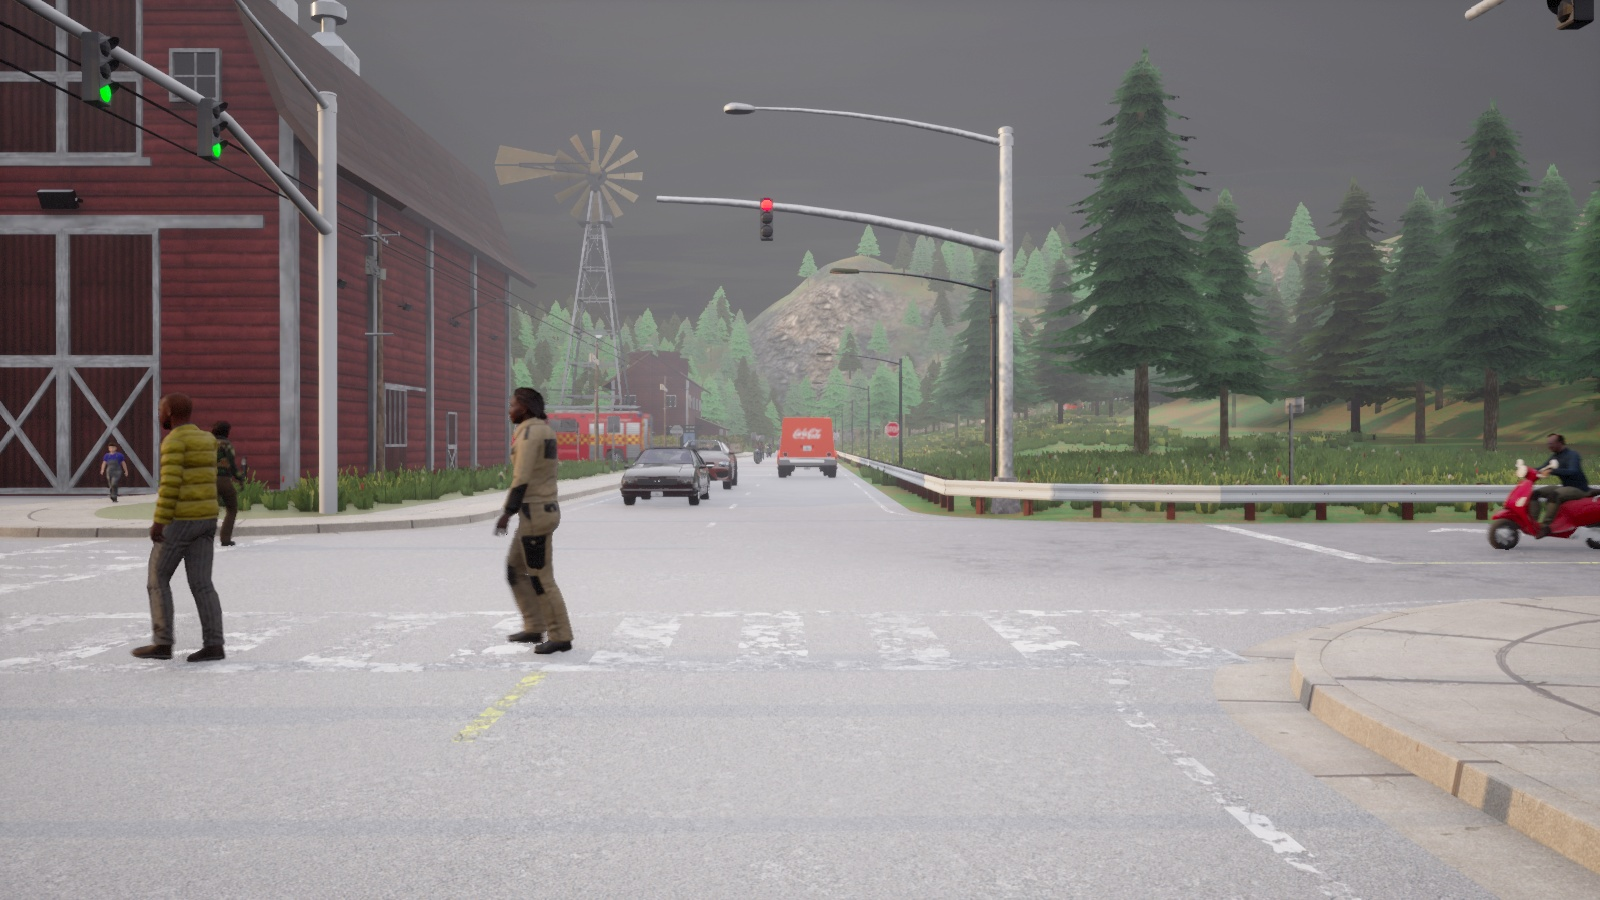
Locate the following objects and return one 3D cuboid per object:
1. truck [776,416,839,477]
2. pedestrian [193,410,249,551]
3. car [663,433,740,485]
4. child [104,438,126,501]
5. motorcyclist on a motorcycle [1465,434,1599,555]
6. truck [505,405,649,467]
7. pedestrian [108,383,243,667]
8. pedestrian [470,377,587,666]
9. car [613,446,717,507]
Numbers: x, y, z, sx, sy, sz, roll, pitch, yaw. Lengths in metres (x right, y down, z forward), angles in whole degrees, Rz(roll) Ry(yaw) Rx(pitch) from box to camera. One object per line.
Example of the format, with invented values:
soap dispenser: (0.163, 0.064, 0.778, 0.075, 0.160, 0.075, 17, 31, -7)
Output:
truck: (0.321, -0.087, 55.195, 2.627, 2.467, 5.204, 0, -2, 0)
pedestrian: (-8.069, 0.416, 17.526, 0.395, 1.930, 0.692, 0, 0, 8)
car: (-3.251, 0.283, 42.350, 2.152, 1.651, 5.027, 0, 0, 0)
child: (-13.814, 0.387, 25.312, 0.270, 1.263, 0.437, 0, 0, -12)
motorcyclist on a motorcycle: (10.156, 0.585, 17.027, 1.817, 1.590, 0.866, 0, 0, -1)
truck: (-14.078, -0.878, 79.567, 8.468, 3.827, 2.891, 0, 0, 6)
pedestrian: (-4.152, 0.484, 8.357, 0.726, 1.835, 0.370, 0, 0, 12)
pedestrian: (-1.857, 0.477, 8.632, 0.692, 1.930, 0.396, 0, 0, 6)
car: (-3.308, 0.611, 31.870, 2.033, 1.411, 5.357, 0, 0, 0)
